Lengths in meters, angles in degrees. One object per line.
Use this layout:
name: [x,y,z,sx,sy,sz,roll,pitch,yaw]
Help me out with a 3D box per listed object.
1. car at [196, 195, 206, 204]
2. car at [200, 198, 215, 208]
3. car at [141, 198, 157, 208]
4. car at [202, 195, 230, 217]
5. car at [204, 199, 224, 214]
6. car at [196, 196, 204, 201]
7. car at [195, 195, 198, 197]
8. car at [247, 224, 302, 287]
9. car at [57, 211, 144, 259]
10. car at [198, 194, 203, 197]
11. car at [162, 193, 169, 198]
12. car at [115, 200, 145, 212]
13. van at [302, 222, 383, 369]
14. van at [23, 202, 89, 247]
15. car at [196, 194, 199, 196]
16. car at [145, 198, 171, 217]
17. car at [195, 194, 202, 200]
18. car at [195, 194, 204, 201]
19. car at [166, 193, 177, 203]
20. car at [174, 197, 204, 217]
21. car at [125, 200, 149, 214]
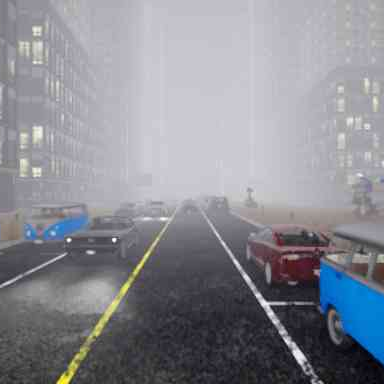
car: [1.726,1.493,66.526,1.882,1.535,5.008,0,0,-1]
car: [2.240,1.576,47.970,1.947,1.339,4.313,0,0,-1]
car: [-6.140,1.610,47.888,1.802,1.307,4.206,0,0,-1]
car: [2.401,1.321,31.353,2.192,1.841,5.009,0,0,-1]
car: [2.347,1.552,36.891,1.887,1.381,4.507,0,0,-1]
car: [1.917,1.583,81.204,1.947,1.339,4.313,0,0,-1]
car: [-0.385,1.541,46.801,1.812,1.442,4.674,0,0,0]
car: [2.639,1.543,9.200,1.887,1.381,4.507,0,0,-1]
car: [-3.215,1.613,12.752,1.895,1.301,4.718,0,0,0]
car: [2.293,1.324,42.431,2.192,1.841,5.009,0,0,-1]
car: [-6.463,1.617,81.123,1.802,1.307,4.206,0,0,-1]
car: [-5.980,1.590,31.271,1.947,1.339,4.313,0,0,-1]
van: [2.783,1.337,3.663,1.690,1.788,3.998,0,0,-1]
van: [-5.818,1.359,14.654,1.690,1.788,3.998,0,0,-1]
car: [2.186,1.327,53.509,2.192,1.841,5.009,0,0,-1]
car: [-3.327,1.544,31.735,1.812,1.442,4.674,0,0,0]
car: [1.809,1.459,92.282,1.967,1.590,4.097,0,0,-1]
car: [1.864,1.333,86.743,2.192,1.841,5.009,0,0,-1]
car: [-3.662,1.566,69.330,2.033,1.411,5.357,0,0,-1]
car: [-0.238,1.504,31.211,2.128,1.511,4.902,0,0,0]
car: [-6.033,1.576,36.809,2.008,1.369,4.403,0,0,-1]
